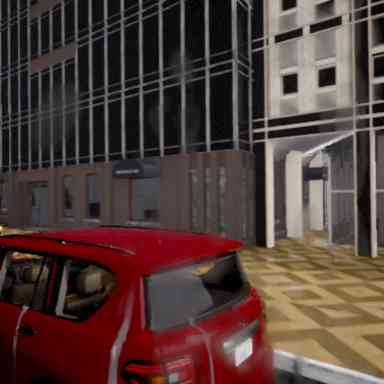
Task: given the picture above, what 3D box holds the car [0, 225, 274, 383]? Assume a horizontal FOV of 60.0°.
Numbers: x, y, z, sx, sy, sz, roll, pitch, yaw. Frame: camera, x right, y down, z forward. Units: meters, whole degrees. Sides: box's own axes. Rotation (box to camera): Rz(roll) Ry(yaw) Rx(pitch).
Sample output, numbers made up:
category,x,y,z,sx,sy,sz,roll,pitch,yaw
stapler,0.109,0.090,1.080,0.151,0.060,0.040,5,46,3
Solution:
category,x,y,z,sx,sy,sz,roll,pitch,yaw
car,-1.541,1.346,3.979,5.009,1.841,2.192,-1,-1,36
